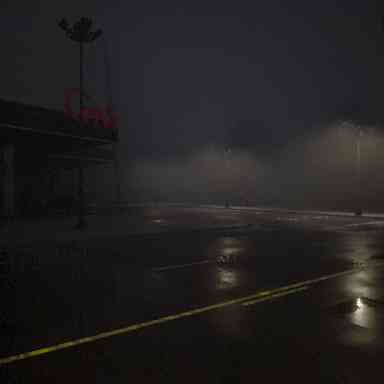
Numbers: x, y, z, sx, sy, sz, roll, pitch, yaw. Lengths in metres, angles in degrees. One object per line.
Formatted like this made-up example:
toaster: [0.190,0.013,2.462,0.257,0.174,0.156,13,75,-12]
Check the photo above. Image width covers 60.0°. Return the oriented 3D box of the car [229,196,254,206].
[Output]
car: [7.969,1.503,54.239,1.837,1.490,4.892,0,0,-36]

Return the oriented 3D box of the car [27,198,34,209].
car: [-22.029,1.456,43.590,1.970,1.475,3.806,0,0,-35]

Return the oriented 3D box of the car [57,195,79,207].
car: [-17.819,1.295,47.573,2.242,1.667,4.611,0,0,-35]

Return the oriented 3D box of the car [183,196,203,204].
car: [0.210,1.477,64.980,1.882,1.535,5.008,0,0,-36]
